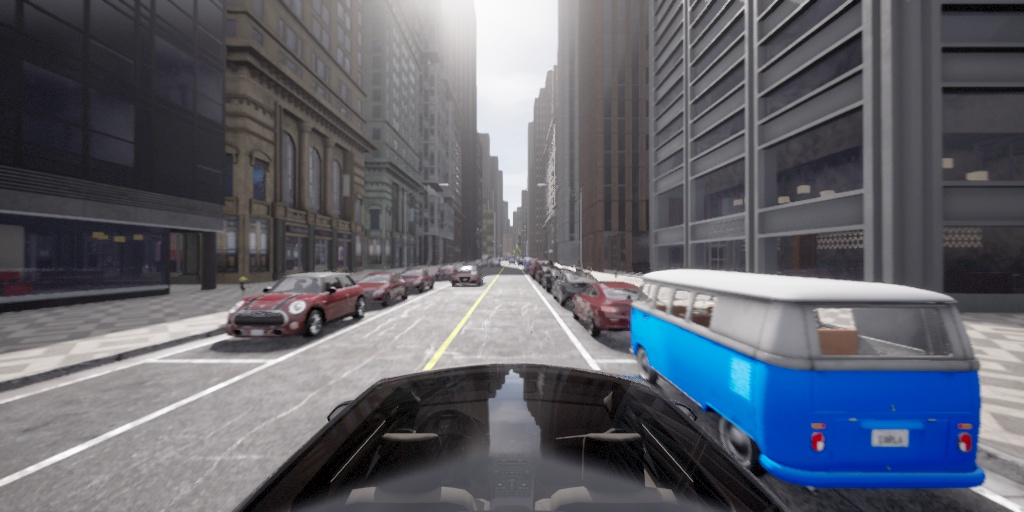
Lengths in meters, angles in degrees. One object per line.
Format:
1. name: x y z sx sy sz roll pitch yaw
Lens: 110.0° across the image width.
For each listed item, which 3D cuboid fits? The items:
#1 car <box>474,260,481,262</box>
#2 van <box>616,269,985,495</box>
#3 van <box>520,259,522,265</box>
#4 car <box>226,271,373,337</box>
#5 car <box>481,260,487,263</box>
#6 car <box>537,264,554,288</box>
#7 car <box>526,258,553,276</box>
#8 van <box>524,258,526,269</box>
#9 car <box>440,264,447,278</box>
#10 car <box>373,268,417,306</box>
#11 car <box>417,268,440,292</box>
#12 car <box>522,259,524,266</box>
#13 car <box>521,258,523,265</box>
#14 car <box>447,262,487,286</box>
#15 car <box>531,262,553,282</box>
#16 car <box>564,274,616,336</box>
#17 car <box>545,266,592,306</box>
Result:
1. car: -5.772 1.436 49.553 1.948 1.339 4.313 0 0 0
2. van: 2.762 1.097 4.469 1.690 1.789 3.998 0 0 0
3. van: 2.750 1.244 60.835 1.690 1.789 3.998 0 0 0
4. car: -5.764 1.208 10.099 1.967 1.591 4.097 0 0 0
5. car: -5.775 1.343 60.826 1.967 1.591 4.097 0 0 0
6. car: 2.758 1.361 21.379 1.948 1.339 4.313 0 0 0
7. car: 2.756 1.140 32.652 2.192 1.841 5.009 0 0 0
8. van: 2.754 1.196 43.925 1.690 1.789 3.998 0 0 0
9. car: -5.769 1.407 32.644 1.802 1.307 4.207 0 0 0
10. car: -5.765 1.363 15.735 1.802 1.307 4.207 0 0 0
11. car: -5.767 1.377 21.372 1.802 1.307 4.207 0 0 0
12. car: 2.753 1.421 49.562 2.007 1.370 4.403 0 0 0
13. car: 2.751 1.412 55.368 1.751 1.417 4.829 0 0 0
14. car: -3.104 1.370 25.611 1.994 1.385 4.181 0 0 0
15. car: 2.757 1.376 27.015 1.948 1.339 4.313 0 0 0
16. car: 2.761 1.350 10.105 1.802 1.307 4.207 0 0 0
17. car: 2.760 1.332 15.743 2.007 1.370 4.403 0 0 0
